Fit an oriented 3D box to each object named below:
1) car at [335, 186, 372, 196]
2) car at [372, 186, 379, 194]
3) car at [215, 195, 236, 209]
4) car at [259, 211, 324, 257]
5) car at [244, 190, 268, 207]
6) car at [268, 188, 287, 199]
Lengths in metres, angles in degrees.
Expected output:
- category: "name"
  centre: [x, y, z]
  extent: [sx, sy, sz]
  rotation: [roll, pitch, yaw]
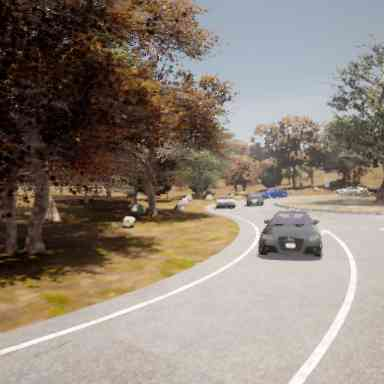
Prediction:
- category: "car"
  centre: [24.855, -0.135, 51.952]
  extent: [4.674, 1.442, 1.812]
  rotation: [-1, 1, 3]
- category: "car"
  centre: [29.177, -0.301, 54.814]
  extent: [4.718, 1.301, 1.895]
  rotation: [-1, 1, 12]
- category: "car"
  centre: [3.383, 1.018, 34.385]
  extent: [1.895, 1.301, 4.718]
  rotation: [-2, 1, 3]
- category: "car"
  centre: [3.683, 1.428, 12.297]
  extent: [1.994, 1.385, 4.181]
  rotation: [-1, 1, 18]
- category: "car"
  centre: [6.848, 0.757, 36.508]
  extent: [2.128, 1.511, 4.902]
  rotation: [-2, 1, 11]
- category: "car"
  centre: [12.466, 0.233, 51.330]
  extent: [5.008, 1.535, 1.882]
  rotation: [-3, 1, -32]
